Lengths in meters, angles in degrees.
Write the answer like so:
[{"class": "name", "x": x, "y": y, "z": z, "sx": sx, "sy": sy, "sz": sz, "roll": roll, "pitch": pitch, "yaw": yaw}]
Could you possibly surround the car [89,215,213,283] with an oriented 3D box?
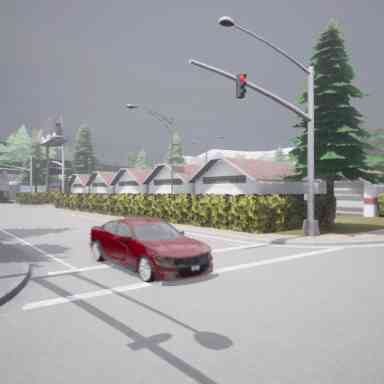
[{"class": "car", "x": -1.451, "y": 1.530, "z": 10.058, "sx": 1.882, "sy": 1.535, "sz": 5.008, "roll": 0, "pitch": 1, "yaw": -38}]
